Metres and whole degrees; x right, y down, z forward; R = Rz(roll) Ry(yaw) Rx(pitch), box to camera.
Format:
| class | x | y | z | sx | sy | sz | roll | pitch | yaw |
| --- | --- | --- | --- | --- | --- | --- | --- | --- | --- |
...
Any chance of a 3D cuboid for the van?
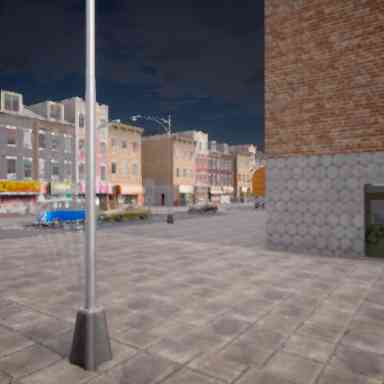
| class | x | y | z | sx | sy | sz | roll | pitch | yaw |
| --- | --- | --- | --- | --- | --- | --- | --- | --- | --- |
| van | -8.541 | 1.412 | 22.530 | 1.690 | 1.788 | 3.998 | 0 | 0 | 36 |

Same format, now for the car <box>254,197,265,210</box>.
| class | x | y | z | sx | sy | sz | roll | pitch | yaw |
| --- | --- | --- | --- | --- | --- | --- | --- | --- | --- |
| car | 9.860 | 1.397 | 43.646 | 2.097 | 1.767 | 4.553 | 0 | 0 | 35 |

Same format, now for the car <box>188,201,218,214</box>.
| class | x | y | z | sx | sy | sz | roll | pitch | yaw |
| --- | --- | --- | --- | --- | --- | --- | --- | --- | --- |
| car | 1.253 | 1.641 | 36.224 | 1.802 | 1.307 | 4.206 | 0 | 0 | 36 |

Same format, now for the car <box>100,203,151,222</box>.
| class | x | y | z | sx | sy | sz | roll | pitch | yaw |
| --- | --- | --- | --- | --- | --- | --- | --- | --- | --- |
| car | -5.375 | 1.592 | 26.956 | 1.752 | 1.417 | 4.829 | 0 | 0 | 36 |
